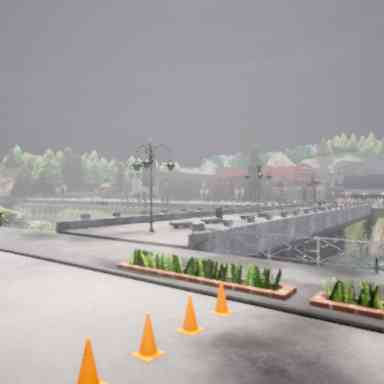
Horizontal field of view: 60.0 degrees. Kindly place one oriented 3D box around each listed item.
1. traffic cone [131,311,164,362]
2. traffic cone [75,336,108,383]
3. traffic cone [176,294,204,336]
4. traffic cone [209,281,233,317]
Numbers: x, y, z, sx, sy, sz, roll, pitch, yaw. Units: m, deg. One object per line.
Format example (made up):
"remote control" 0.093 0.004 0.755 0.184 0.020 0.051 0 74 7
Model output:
"traffic cone" -0.620 1.973 4.655 0.340 0.580 0.340 0 0 36
"traffic cone" -1.204 1.968 3.843 0.340 0.580 0.340 0 0 36
"traffic cone" -0.037 1.977 5.467 0.340 0.580 0.340 0 0 36
"traffic cone" 0.547 1.982 6.279 0.340 0.580 0.340 0 0 36
